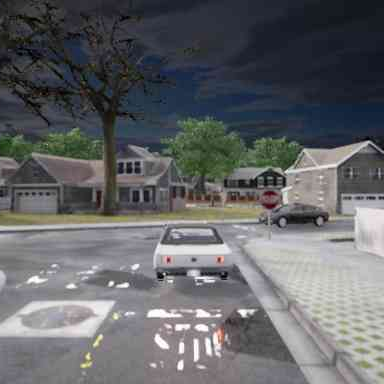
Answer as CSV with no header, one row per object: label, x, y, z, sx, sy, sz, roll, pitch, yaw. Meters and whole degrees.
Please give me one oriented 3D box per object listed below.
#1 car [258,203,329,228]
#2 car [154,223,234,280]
car,6.782,1.520,22.177,4.892,1.490,1.837,0,0,-19
car,-0.060,1.587,9.930,1.895,1.301,4.718,0,0,-3
